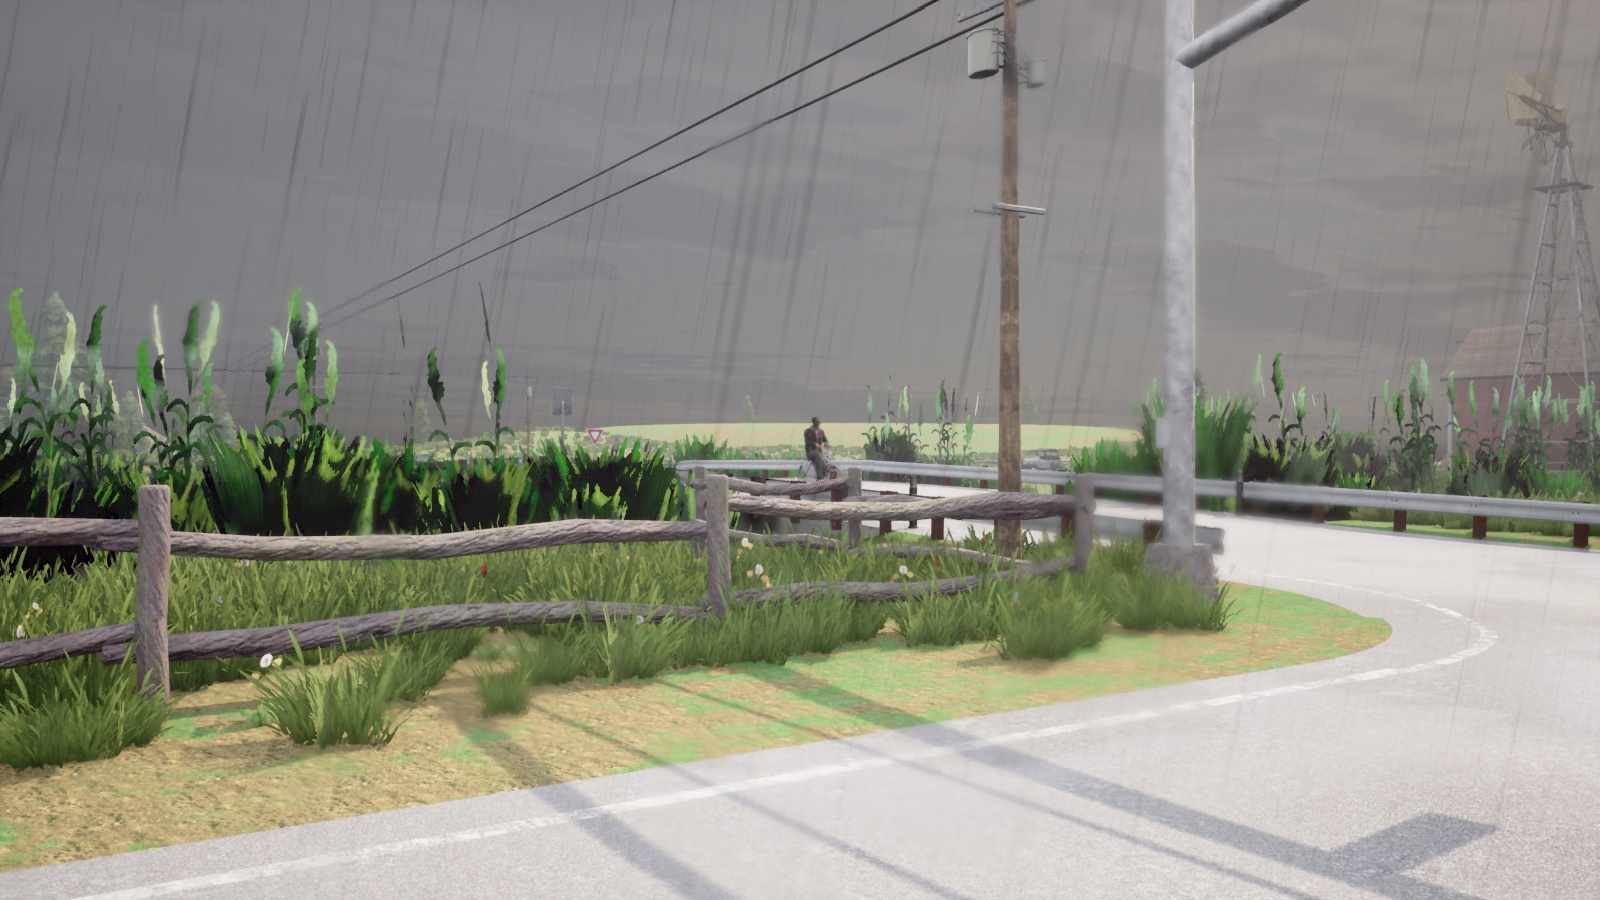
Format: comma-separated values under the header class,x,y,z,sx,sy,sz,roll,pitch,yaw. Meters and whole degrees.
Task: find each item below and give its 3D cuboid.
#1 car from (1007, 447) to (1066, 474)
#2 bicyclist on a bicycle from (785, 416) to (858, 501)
class,x,y,z,sx,sy,sz,roll,pitch,yaw
car,16.730,0.757,88.833,3.866,1.878,1.905,0,0,-32
bicyclist on a bicycle,0.448,0.154,27.122,0.659,1.776,1.843,0,1,-31
